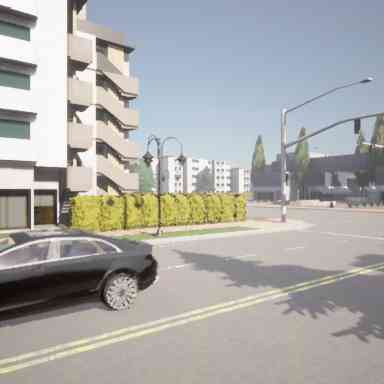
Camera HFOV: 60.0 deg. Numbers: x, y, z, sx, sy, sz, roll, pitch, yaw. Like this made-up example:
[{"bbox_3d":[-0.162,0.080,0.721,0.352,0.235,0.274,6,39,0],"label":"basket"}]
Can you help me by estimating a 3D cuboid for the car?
[{"bbox_3d":[-2.975,1.491,6.170,4.902,1.511,2.128,0,0,-36],"label":"car"}]
